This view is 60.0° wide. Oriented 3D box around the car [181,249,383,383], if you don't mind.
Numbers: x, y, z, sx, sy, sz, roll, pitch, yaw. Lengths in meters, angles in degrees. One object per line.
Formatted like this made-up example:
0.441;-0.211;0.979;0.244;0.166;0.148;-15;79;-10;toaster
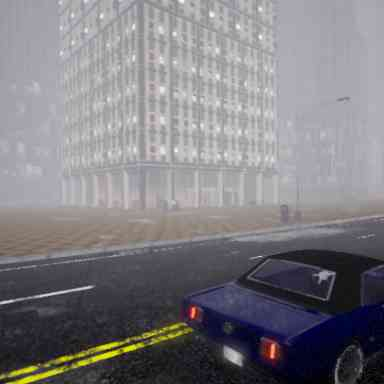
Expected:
2.256;1.570;5.113;4.718;1.301;1.895;-1;0;-36;car
